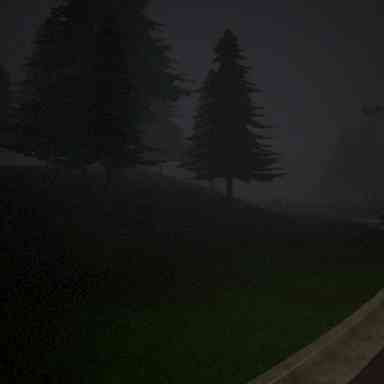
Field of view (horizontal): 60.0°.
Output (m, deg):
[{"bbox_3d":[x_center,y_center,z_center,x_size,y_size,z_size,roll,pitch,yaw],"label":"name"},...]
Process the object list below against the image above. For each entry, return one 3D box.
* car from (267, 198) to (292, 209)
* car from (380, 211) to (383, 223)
[{"bbox_3d":[12.753,1.615,48.581,1.837,1.490,4.892,0,0,-15],"label":"car"},{"bbox_3d":[14.514,1.515,22.716,1.812,1.442,4.674,0,0,12],"label":"car"}]
